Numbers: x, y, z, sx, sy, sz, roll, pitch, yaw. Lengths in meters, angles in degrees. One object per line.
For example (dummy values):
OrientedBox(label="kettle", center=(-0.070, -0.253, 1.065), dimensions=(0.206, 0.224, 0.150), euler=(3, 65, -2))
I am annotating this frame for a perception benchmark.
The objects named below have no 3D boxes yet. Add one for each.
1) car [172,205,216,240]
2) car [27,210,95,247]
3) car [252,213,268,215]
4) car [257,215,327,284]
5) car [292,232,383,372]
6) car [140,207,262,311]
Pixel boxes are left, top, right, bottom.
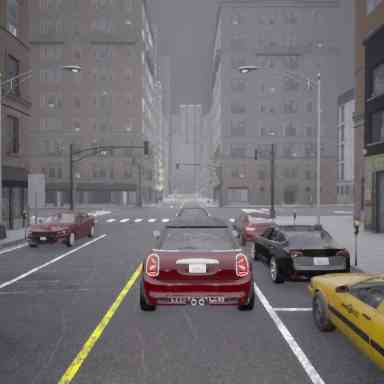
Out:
OrientedBox(label="car", center=(0.064, 1.542, 18.159), dimensions=(2.033, 1.411, 5.357), euler=(0, 0, 0))
OrientedBox(label="car", center=(-5.707, 1.540, 14.983), dimensions=(1.887, 1.381, 4.507), euler=(-1, 0, 0))
OrientedBox(label="car", center=(2.839, 1.577, 15.002), dimensions=(1.802, 1.307, 4.206), euler=(-1, 0, 0))
OrientedBox(label="car", center=(2.849, 1.563, 9.416), dimensions=(1.947, 1.339, 4.313), euler=(-1, 0, 0))
OrientedBox(label="car", center=(2.859, 1.524, 4.000), dimensions=(1.752, 1.417, 4.829), euler=(-1, 0, 0))
OrientedBox(label="car", center=(0.086, 1.350, 7.920), dimensions=(2.097, 1.767, 4.553), euler=(0, 0, 0))
